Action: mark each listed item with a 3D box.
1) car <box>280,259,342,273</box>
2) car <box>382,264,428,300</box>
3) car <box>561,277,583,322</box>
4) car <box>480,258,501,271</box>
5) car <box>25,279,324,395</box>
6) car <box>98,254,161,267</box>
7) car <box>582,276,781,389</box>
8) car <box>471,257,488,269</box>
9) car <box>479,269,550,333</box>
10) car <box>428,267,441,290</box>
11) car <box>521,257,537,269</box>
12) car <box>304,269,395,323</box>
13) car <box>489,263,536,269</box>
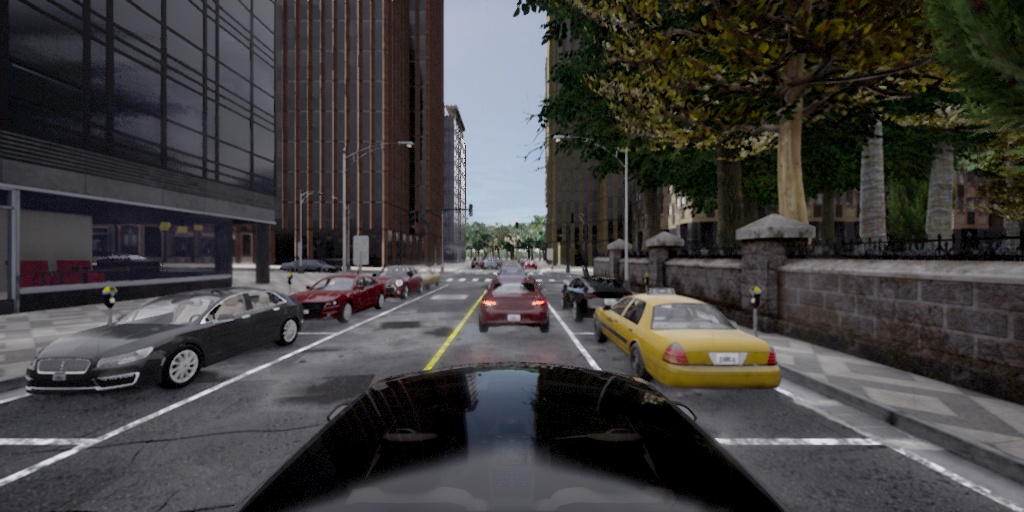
[{"bbox_3d":[-19.282,0.986,34.584,5.357,1.411,2.033,1,0,0],"label":"car"},{"bbox_3d":[-5.746,1.208,17.657,1.967,1.591,4.097,0,0,0],"label":"car"},{"bbox_3d":[2.775,1.328,12.194,1.948,1.339,4.313,0,0,0],"label":"car"},{"bbox_3d":[-3.042,1.380,51.786,1.994,1.385,4.181,0,0,0],"label":"car"},{"bbox_3d":[-5.755,1.306,6.743,2.007,1.370,4.403,0,0,0],"label":"car"},{"bbox_3d":[-36.823,0.579,34.575,5.008,1.535,1.882,1,0,0],"label":"car"},{"bbox_3d":[2.770,1.281,6.908,1.751,1.417,4.829,0,0,0],"label":"car"},{"bbox_3d":[-5.707,1.145,60.521,2.192,1.841,5.009,0,0,0],"label":"car"},{"bbox_3d":[0.063,1.286,10.714,1.812,1.442,4.674,0,0,0],"label":"car"},{"bbox_3d":[-5.741,1.301,22.944,1.751,1.417,4.829,0,0,0],"label":"car"},{"bbox_3d":[2.814,1.262,55.076,1.967,1.591,4.097,0,0,0],"label":"car"},{"bbox_3d":[-5.750,1.307,12.200,1.888,1.381,4.507,0,0,0],"label":"car"},{"bbox_3d":[0.020,1.319,20.277,2.033,1.411,5.357,0,0,0],"label":"car"}]
